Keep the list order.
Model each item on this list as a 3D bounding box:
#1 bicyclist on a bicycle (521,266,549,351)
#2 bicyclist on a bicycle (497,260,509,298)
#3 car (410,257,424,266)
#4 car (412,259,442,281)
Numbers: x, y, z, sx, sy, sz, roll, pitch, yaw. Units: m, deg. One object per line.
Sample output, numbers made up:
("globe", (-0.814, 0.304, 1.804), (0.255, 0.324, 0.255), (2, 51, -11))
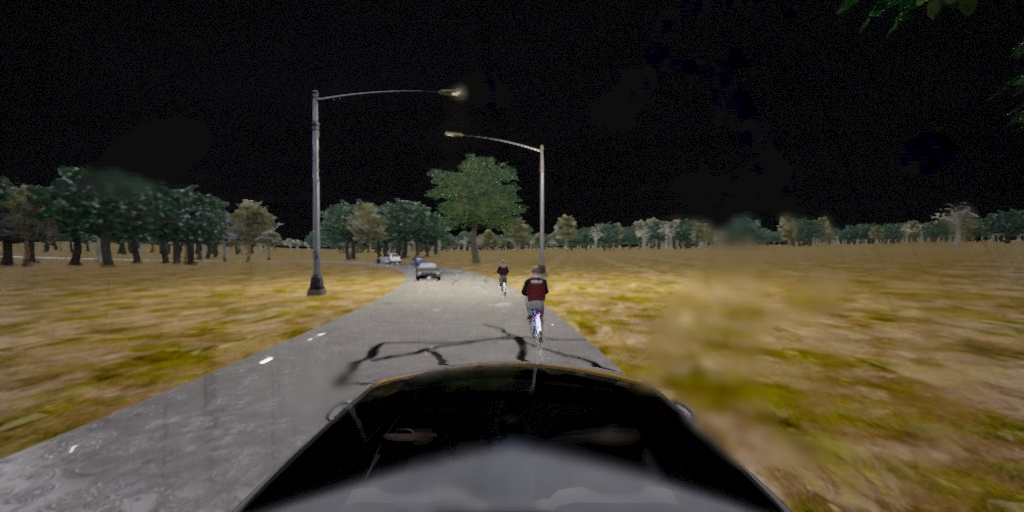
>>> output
("bicyclist on a bicycle", (0.505, 1.093, 8.004), (0.659, 1.776, 1.843), (0, 1, -3))
("bicyclist on a bicycle", (-0.441, 1.055, 17.075), (0.659, 1.776, 1.843), (0, 1, -8))
("car", (-15.140, 0.911, 57.836), (1.812, 1.442, 4.674), (-1, 1, -29))
("car", (-6.713, 1.192, 28.628), (2.033, 1.411, 5.357), (0, 0, -15))
